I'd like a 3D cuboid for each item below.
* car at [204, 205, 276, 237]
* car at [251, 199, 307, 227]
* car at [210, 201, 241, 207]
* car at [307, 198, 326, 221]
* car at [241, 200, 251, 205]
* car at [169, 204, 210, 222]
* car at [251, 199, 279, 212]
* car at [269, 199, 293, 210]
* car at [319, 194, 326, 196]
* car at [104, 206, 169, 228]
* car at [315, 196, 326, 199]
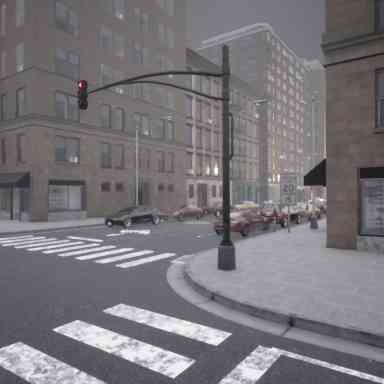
[{"bbox_3d":[2.688,1.555,17.764,1.802,1.307,4.206,0,0,35],"label":"car"},{"bbox_3d":[5.881,1.411,22.265,1.967,1.590,4.097,0,0,35],"label":"car"},{"bbox_3d":[2.528,1.565,31.407,1.887,1.381,4.507,0,0,35],"label":"car"},{"bbox_3d":[9.173,1.495,26.905,1.752,1.417,4.829,0,0,35],"label":"car"},{"bbox_3d":[5.623,1.544,35.769,1.752,1.417,4.829,0,0,35],"label":"car"},{"bbox_3d":[-0.665,1.604,26.907,1.802,1.307,4.206,0,0,35],"label":"car"},{"bbox_3d":[8.914,1.600,40.409,1.802,1.307,4.206,0,0,35],"label":"car"},{"bbox_3d":[12.107,1.601,44.909,1.802,1.307,4.206,0,0,35],"label":"car"},{"bbox_3d":[21.592,1.551,58.272,1.752,1.417,4.829,0,0,35],"label":"car"},{"bbox_3d":[-3.858,1.590,22.406,1.947,1.339,4.313,0,0,35],"label":"car"},{"bbox_3d":[12.268,1.408,31.268,1.967,1.590,4.097,0,0,35],"label":"car"}]
